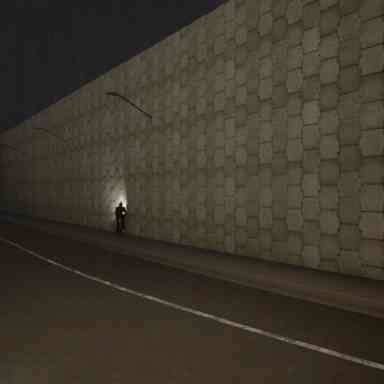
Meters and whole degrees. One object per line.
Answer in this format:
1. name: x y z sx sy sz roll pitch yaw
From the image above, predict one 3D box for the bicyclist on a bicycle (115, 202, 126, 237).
1. bicyclist on a bicycle: -3.454 1.332 16.126 0.582 1.620 1.656 0 5 -3
